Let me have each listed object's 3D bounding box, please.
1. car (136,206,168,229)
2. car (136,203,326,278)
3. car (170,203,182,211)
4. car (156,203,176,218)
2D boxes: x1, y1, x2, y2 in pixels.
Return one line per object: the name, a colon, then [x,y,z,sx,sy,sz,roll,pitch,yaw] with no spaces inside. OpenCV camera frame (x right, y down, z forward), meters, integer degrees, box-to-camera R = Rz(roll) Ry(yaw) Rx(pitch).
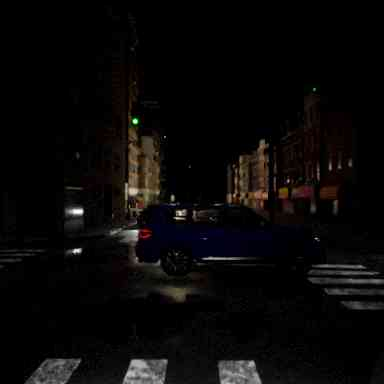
car: [-2.867,1.857,24.952,1.812,1.442,4.674,0,-1,0]
car: [1.104,1.371,10.233,5.566,2.045,2.150,0,-1,0]
car: [-2.795,2.576,59.044,1.895,1.301,4.718,0,-1,0]
car: [-2.874,2.079,37.622,1.812,1.442,4.674,0,0,0]
